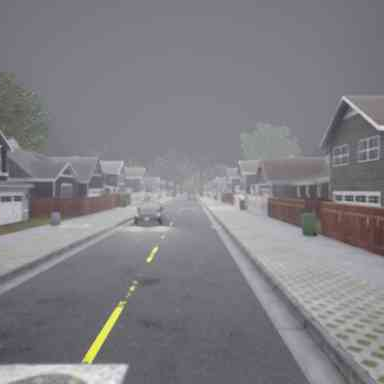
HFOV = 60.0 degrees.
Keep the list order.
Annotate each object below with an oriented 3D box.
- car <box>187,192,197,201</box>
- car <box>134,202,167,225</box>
[{"bbox_3d":[-0.063,1.171,71.930,1.994,1.385,4.181,0,0,0],"label":"car"},{"bbox_3d":[-2.792,1.405,23.066,1.812,1.442,4.674,0,0,0],"label":"car"}]
